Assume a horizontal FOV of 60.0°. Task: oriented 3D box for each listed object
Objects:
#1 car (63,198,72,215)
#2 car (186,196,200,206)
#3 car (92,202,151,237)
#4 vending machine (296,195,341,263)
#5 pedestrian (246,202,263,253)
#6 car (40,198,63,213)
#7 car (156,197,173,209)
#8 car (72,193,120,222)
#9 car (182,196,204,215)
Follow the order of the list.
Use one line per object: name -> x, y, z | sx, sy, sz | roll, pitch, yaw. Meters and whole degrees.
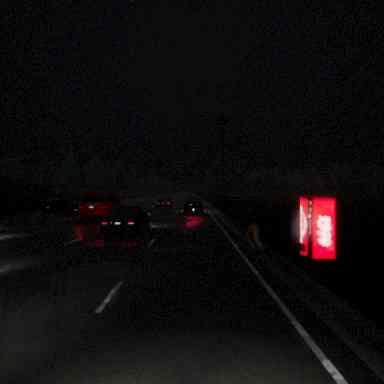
car -> -10.374, 1.391, 31.935 | 1.812, 1.442, 4.674 | 0, 0, 0
car -> 0.129, 1.350, 50.685 | 1.994, 1.385, 4.181 | 0, 0, 0
car -> -3.385, 1.473, 17.634 | 2.033, 1.411, 5.357 | 0, 0, 0
vending machine -> 4.076, 1.149, 10.799 | 1.100, 2.100, 0.880 | 0, 0, 0
pedestrian -> 2.205, 1.244, 11.855 | 0.375, 1.860, 0.375 | 0, 0, 0
car -> -13.872, 1.333, 34.464 | 1.882, 1.535, 5.008 | 0, 0, 0
car -> -3.367, 1.373, 41.510 | 2.033, 1.411, 5.357 | 0, 0, 0
car -> -6.880, 1.116, 25.404 | 2.150, 2.045, 5.566 | 0, 0, 0
car -> 0.126, 1.366, 32.625 | 1.837, 1.490, 4.892 | 0, 0, 0
